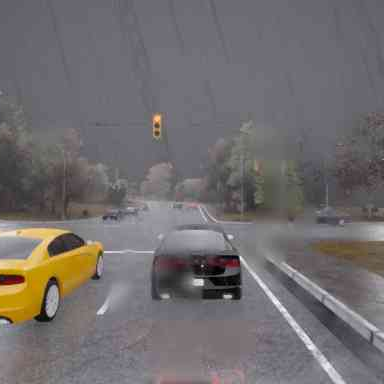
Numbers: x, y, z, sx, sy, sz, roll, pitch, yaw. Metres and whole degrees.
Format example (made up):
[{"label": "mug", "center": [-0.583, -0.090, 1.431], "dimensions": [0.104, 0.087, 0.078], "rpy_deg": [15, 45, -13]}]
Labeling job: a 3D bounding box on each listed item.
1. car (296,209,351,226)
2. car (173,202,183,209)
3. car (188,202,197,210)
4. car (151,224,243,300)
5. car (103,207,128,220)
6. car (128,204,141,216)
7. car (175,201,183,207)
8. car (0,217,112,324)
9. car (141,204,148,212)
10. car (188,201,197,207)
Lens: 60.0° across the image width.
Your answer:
[{"label": "car", "center": [12.458, 2.442, 31.644], "dimensions": [4.892, 1.490, 1.837], "rpy_deg": [0, -2, 0]}, {"label": "car", "center": [-3.346, 3.192, 76.758], "dimensions": [1.837, 1.490, 4.892], "rpy_deg": [0, 0, 0]}, {"label": "car", "center": [0.155, 3.051, 76.246], "dimensions": [2.097, 1.767, 4.553], "rpy_deg": [0, 0, 0]}, {"label": "car", "center": [0.101, 1.567, 8.615], "dimensions": [1.882, 1.535, 5.008], "rpy_deg": [0, -1, 0]}, {"label": "car", "center": [-10.521, 3.007, 44.835], "dimensions": [2.033, 1.411, 5.357], "rpy_deg": [0, -2, 1]}, {"label": "car", "center": [-10.467, 3.250, 56.986], "dimensions": [1.812, 1.442, 4.674], "rpy_deg": [0, 0, 0]}, {"label": "car", "center": [-3.445, 3.177, 86.827], "dimensions": [1.994, 1.385, 4.181], "rpy_deg": [0, 0, -3]}, {"label": "car", "center": [-3.406, 1.544, 7.373], "dimensions": [1.882, 1.535, 5.008], "rpy_deg": [0, -1, 0]}, {"label": "car", "center": [-10.361, 3.266, 69.664], "dimensions": [2.128, 1.511, 4.902], "rpy_deg": [0, 0, 0]}, {"label": "car", "center": [0.072, 3.172, 86.403], "dimensions": [2.033, 1.411, 5.357], "rpy_deg": [0, 0, -3]}]
